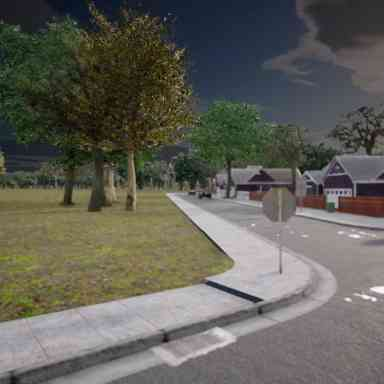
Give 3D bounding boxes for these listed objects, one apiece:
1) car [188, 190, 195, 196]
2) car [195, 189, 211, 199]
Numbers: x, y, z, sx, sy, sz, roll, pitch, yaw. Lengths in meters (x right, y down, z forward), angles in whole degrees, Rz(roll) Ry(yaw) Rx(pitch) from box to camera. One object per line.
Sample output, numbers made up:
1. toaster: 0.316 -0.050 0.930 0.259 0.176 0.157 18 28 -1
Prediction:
1. car: -0.045 0.174 90.127 1.882 1.535 5.008 -1 1 -6
2. car: 2.448 0.346 65.503 2.150 2.045 5.566 -1 1 -6
